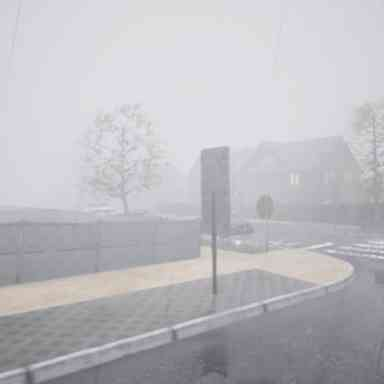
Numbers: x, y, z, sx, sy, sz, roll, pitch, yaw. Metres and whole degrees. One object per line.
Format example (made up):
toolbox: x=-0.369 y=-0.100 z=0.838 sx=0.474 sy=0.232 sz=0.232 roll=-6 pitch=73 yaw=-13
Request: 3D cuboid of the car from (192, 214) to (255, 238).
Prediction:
car: x=1.735 y=1.903 z=19.933 sx=1.994 sy=1.385 sz=4.181 roll=-1 pitch=-1 yaw=-36

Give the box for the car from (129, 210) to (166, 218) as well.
car: x=-4.084 y=2.176 z=28.079 sx=1.895 sy=1.301 sz=4.718 roll=-1 pitch=-1 yaw=-36

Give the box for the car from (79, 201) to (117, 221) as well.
car: x=-10.174 y=2.045 z=36.606 sx=2.150 sy=2.045 sz=5.566 roll=-1 pitch=-1 yaw=-35

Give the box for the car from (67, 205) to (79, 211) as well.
car: x=-18.493 y=2.761 z=53.139 sx=2.033 sy=1.411 sz=5.357 roll=-1 pitch=-1 yaw=-36
